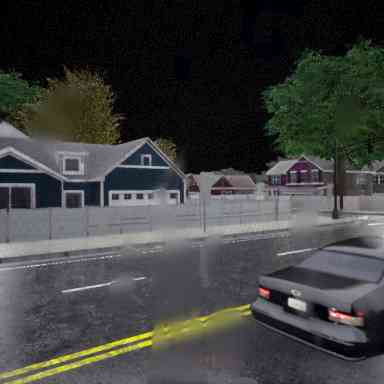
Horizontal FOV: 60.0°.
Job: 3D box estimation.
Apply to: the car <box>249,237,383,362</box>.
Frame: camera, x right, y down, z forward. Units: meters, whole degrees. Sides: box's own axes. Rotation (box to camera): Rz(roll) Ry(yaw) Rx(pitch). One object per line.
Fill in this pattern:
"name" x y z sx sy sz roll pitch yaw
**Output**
"car" 3.432 1.538 5.916 5.357 1.411 2.033 0 0 -36
